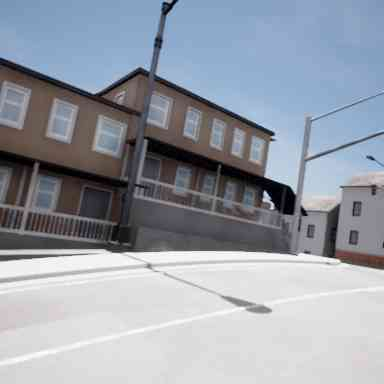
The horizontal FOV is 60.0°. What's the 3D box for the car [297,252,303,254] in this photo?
[{"bbox_3d":[9.443,6.087,30.189,1.994,1.385,4.181,14,-17,-34],"label":"car"}]
